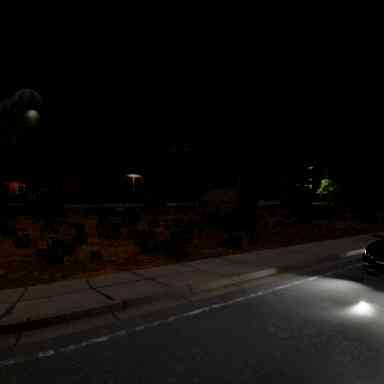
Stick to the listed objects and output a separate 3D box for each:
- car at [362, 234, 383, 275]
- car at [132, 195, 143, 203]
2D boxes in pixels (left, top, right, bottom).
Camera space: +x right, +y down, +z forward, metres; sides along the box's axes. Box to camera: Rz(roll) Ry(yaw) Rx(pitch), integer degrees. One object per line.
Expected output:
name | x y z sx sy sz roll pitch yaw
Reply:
car | 6.870 1.681 9.975 4.892 1.490 1.837 1 -1 -40
car | -12.323 1.691 75.892 1.905 1.878 3.866 7 2 3
